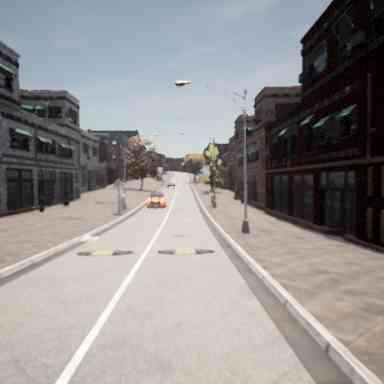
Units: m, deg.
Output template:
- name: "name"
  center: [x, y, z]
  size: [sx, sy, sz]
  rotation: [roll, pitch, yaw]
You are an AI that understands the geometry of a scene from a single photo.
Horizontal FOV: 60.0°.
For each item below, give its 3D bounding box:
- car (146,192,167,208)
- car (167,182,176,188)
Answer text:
- name: "car"
  center: [-3.950, 0.811, 37.505]
  size: [2.097, 1.767, 4.553]
  rotation: [0, 3, -1]
- name: "car"
  center: [-4.827, -1.583, 77.844]
  size: [1.895, 1.301, 4.718]
  rotation: [0, 4, -1]
